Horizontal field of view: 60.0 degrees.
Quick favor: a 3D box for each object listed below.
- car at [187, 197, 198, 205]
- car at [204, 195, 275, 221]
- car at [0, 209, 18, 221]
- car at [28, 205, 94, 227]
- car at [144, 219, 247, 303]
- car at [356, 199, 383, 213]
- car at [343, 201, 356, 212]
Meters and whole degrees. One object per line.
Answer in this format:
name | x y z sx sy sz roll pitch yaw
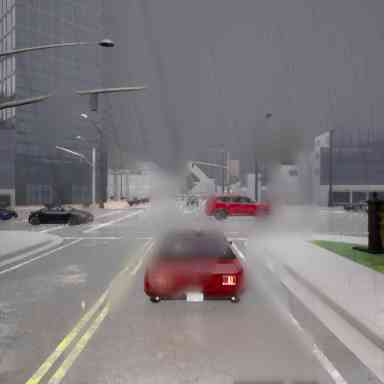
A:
car | 0.094 1.547 59.104 2.033 1.411 5.357 0 0 0
car | 3.778 1.224 26.746 5.566 2.045 2.150 0 0 0
car | -16.973 1.660 26.583 5.357 1.411 2.033 -1 0 0
car | -8.977 1.607 22.960 4.181 1.385 1.994 0 0 5
car | 0.072 1.601 8.177 1.895 1.301 4.718 0 0 0
car | 19.883 1.480 34.078 4.674 1.442 1.812 0 0 0
car | 19.380 1.520 37.573 4.181 1.385 1.994 0 0 -1
